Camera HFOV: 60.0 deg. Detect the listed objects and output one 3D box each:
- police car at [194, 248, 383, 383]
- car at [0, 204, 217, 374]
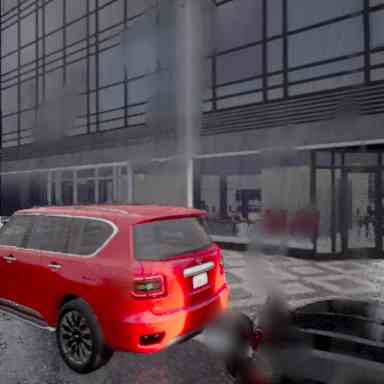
[{"bbox_3d":[2.736,1.441,2.397,5.238,1.638,1.930,0,0,36],"label":"police car"},{"bbox_3d":[-2.074,1.223,5.849,5.566,2.045,2.150,0,0,36],"label":"car"}]
